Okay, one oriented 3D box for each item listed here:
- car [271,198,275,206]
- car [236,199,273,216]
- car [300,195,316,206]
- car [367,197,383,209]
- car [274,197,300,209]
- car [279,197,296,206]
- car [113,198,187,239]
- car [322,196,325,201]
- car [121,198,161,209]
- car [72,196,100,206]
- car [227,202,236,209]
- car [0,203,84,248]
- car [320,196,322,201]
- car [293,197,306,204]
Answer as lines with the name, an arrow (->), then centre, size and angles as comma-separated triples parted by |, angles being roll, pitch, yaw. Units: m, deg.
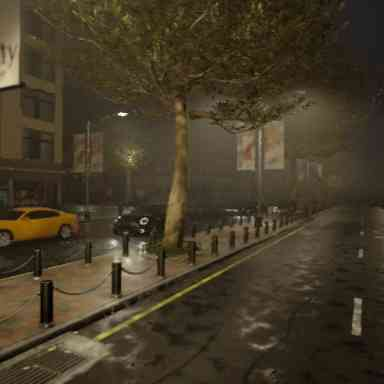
car -> 14.113, 1.735, 56.410 | 1.882, 1.535, 5.008 | 0, 0, 28
car -> 6.504, 1.643, 34.179 | 1.837, 1.490, 4.892 | 0, -1, 27
car -> 21.385, 1.562, 62.658 | 2.150, 2.045, 5.566 | 0, 0, 27
car -> 29.721, 1.922, 53.565 | 1.812, 1.442, 4.674 | 0, 0, 27
car -> 13.872, 1.714, 48.370 | 1.882, 1.535, 5.008 | 0, 0, 27
car -> 18.797, 1.816, 65.269 | 2.128, 1.511, 4.902 | 0, 0, 27
car -> -2.082, 1.370, 17.618 | 2.097, 1.767, 4.553 | 0, 0, 27
car -> 33.340, 1.698, 85.707 | 1.882, 1.535, 5.008 | 0, 0, 27
car -> -7.280, 1.585, 47.583 | 5.357, 1.411, 2.033 | 0, 0, 25
car -> -16.754, 1.466, 52.375 | 4.892, 1.490, 1.837 | 0, 0, 26
car -> 7.454, 1.722, 47.288 | 5.357, 1.411, 2.033 | 1, 0, -40
car -> -7.445, 1.440, 14.883 | 1.882, 1.535, 5.008 | 0, 0, 27
car -> 26.391, 1.933, 72.311 | 2.128, 1.511, 4.902 | 0, 0, 27
car -> 25.057, 1.946, 77.341 | 2.033, 1.411, 5.357 | 0, 0, 27
